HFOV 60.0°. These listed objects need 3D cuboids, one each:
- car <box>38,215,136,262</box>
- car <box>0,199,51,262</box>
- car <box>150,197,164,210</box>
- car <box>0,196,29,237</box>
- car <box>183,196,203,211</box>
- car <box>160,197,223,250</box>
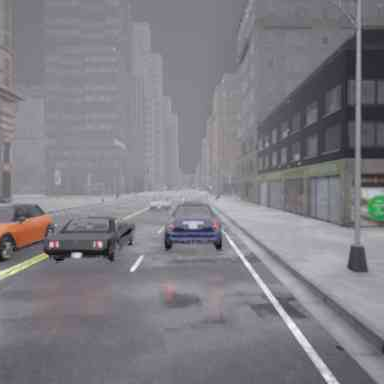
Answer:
[{"bbox_3d":[-3.185,1.455,11.451,1.895,1.301,4.718,0,1,0],"label":"car"},{"bbox_3d":[-6.581,1.207,11.429,2.097,1.767,4.553,0,1,0],"label":"car"},{"bbox_3d":[-3.162,1.163,34.344,1.895,1.301,4.718,0,1,0],"label":"car"},{"bbox_3d":[-9.808,1.154,15.561,2.097,1.767,4.553,0,1,0],"label":"car"},{"bbox_3d":[0.087,1.167,33.974,1.895,1.301,4.718,0,1,0],"label":"car"},{"bbox_3d":[0.058,1.176,13.658,2.097,1.767,4.553,0,1,0],"label":"car"}]
